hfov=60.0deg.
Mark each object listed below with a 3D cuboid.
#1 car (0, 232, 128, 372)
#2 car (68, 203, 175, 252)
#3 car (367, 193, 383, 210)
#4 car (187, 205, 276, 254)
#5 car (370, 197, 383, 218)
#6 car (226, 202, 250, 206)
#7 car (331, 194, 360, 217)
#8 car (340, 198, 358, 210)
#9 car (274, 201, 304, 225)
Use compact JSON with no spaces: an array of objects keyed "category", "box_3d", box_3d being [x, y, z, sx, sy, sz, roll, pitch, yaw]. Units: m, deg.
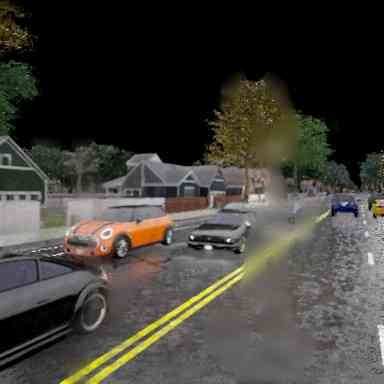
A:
[{"category":"car","box_3d":[-2.987,1.534,4.379,1.994,1.385,4.181,0,0,27]},{"category":"car","box_3d":[-2.523,1.295,12.495,2.097,1.767,4.553,0,0,27]},{"category":"car","box_3d":[22.558,1.171,40.263,2.150,2.045,5.566,0,1,27]},{"category":"car","box_3d":[1.734,1.505,13.731,2.033,1.411,5.357,0,0,26]},{"category":"car","box_3d":[16.888,1.444,28.991,1.882,1.535,5.008,0,0,27]},{"category":"car","box_3d":[3.240,1.452,23.901,1.812,1.442,4.674,0,0,27]},{"category":"car","box_3d":[14.162,1.170,30.684,2.150,2.045,5.566,0,0,27]},{"category":"car","box_3d":[20.432,1.492,43.113,1.994,1.385,4.181,0,0,27]},{"category":"car","box_3d":[6.731,1.448,23.592,1.837,1.490,4.892,0,0,27]}]
